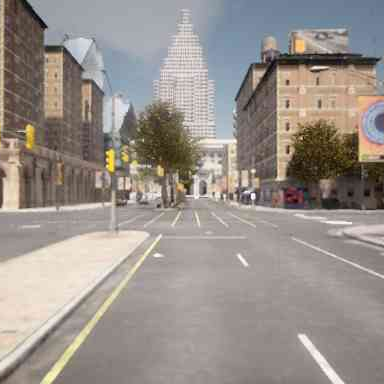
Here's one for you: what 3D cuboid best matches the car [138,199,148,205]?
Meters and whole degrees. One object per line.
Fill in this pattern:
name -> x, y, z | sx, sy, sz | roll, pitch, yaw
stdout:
car -> -11.498, 2.267, 79.029 | 2.033, 1.411, 5.357 | 0, -1, 0

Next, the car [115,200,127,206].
car -> -14.747, 2.227, 68.655 | 1.895, 1.301, 4.718 | 0, -1, 0
